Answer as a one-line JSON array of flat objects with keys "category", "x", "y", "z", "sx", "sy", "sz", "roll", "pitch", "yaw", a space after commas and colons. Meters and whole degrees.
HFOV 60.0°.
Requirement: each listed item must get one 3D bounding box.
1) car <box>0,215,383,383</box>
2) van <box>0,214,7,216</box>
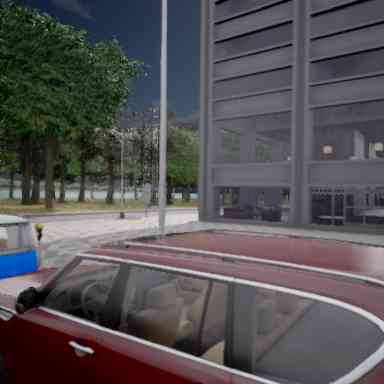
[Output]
[{"category": "car", "x": -0.153, "y": 1.289, "z": 3.068, "sx": 5.009, "sy": 1.841, "sz": 2.192, "roll": 1, "pitch": 1, "yaw": 35}, {"category": "van", "x": -4.583, "y": 1.239, "z": 6.220, "sx": 3.998, "sy": 1.788, "sz": 1.690, "roll": 1, "pitch": 1, "yaw": 35}]
